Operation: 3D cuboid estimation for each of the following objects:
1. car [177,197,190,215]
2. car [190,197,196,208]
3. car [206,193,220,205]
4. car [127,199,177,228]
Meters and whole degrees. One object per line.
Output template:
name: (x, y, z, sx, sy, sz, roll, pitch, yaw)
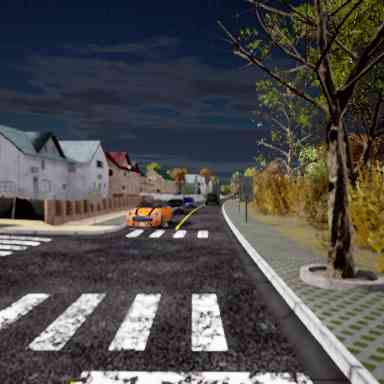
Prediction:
car: (-1.577, 1.402, 32.826, 1.812, 1.442, 4.674, 0, 0, 4)
car: (-0.542, 1.410, 45.238, 1.812, 1.442, 4.674, 0, 0, 6)
car: (3.536, 1.123, 55.874, 2.150, 2.045, 5.566, 0, 0, 7)
car: (-2.547, 1.254, 21.063, 2.097, 1.767, 4.553, 0, 0, 7)
